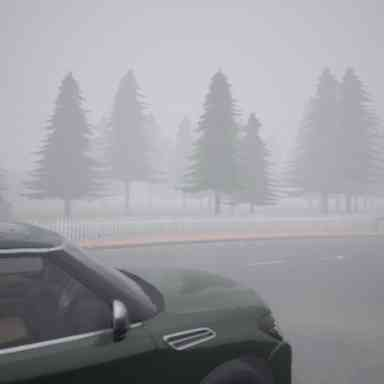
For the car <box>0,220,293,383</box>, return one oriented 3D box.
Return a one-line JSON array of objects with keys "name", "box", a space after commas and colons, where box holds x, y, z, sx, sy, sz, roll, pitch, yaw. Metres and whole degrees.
[{"name": "car", "box": [-1.729, 1.209, 2.462, 5.566, 2.045, 2.150, 1, 0, -33]}]
